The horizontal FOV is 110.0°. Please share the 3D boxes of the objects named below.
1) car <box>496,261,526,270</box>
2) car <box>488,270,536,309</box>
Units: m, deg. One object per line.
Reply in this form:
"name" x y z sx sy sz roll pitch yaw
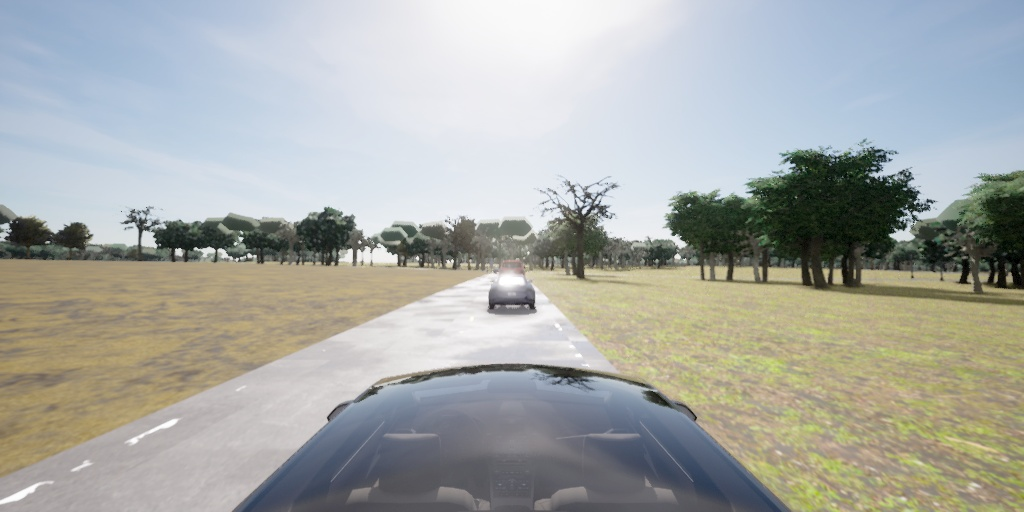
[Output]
"car" -0.008 1.445 30.907 2.150 2.045 5.566 0 -1 0
"car" -0.001 1.502 16.117 1.994 1.385 4.181 0 -1 0
